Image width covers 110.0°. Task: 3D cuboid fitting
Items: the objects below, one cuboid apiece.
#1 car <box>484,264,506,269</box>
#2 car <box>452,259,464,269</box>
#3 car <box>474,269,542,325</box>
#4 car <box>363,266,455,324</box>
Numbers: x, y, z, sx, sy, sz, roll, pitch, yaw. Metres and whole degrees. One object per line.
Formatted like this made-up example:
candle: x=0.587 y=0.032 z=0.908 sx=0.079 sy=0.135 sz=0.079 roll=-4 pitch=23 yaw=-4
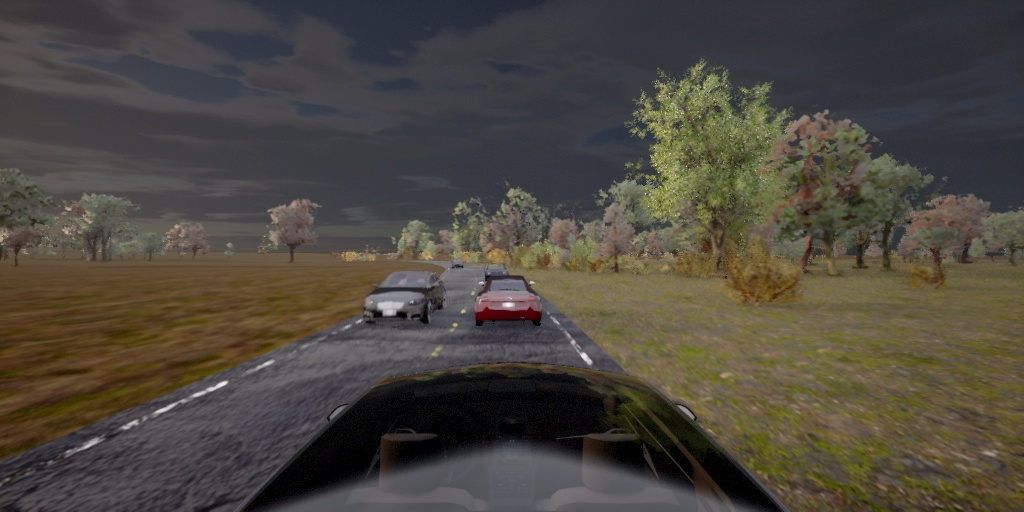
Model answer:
car: x=-1.388 y=1.352 z=29.708 sx=1.895 sy=1.301 sz=4.718 roll=0 pitch=0 yaw=-6
car: x=-8.817 y=1.277 z=58.192 sx=1.837 sy=1.490 sz=4.892 roll=0 pitch=0 yaw=-12
car: x=-0.163 y=1.313 z=11.851 sx=1.994 sy=1.385 sz=4.181 roll=0 pitch=0 yaw=-2
car: x=-3.368 y=1.247 z=12.013 sx=2.128 sy=1.511 sz=4.902 roll=0 pitch=0 yaw=-2
